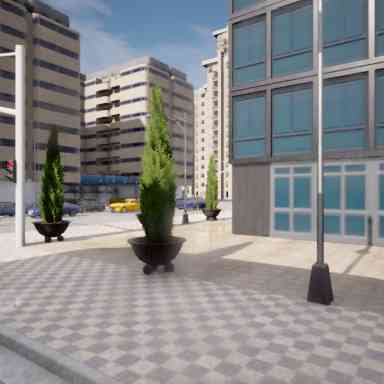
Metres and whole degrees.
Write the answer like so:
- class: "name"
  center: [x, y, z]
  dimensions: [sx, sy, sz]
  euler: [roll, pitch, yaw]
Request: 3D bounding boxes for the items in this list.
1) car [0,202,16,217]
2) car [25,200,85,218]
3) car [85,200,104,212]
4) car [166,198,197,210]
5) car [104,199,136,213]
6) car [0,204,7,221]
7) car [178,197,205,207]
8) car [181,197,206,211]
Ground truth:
- class: "car"
  center: [-17.144, 1.602, 29.756]
  dimensions: [2.033, 1.411, 5.357]
  euler: [0, 0, 35]
- class: "car"
  center: [-12.488, 1.580, 30.236]
  dimensions: [1.812, 1.442, 4.674]
  euler: [0, 0, 35]
- class: "car"
  center: [-11.806, 1.619, 37.283]
  dimensions: [1.994, 1.385, 4.181]
  euler: [0, 0, 35]
- class: "car"
  center: [-1.383, 1.580, 45.911]
  dimensions: [1.812, 1.442, 4.674]
  euler: [0, 0, 35]
- class: "car"
  center: [-7.163, 1.532, 37.783]
  dimensions: [1.882, 1.535, 5.008]
  euler: [0, 0, 35]
- class: "car"
  center: [-14.688, 1.657, 20.864]
  dimensions: [1.895, 1.301, 4.718]
  euler: [0, 0, 39]
- class: "car"
  center: [-0.023, 1.580, 53.833]
  dimensions: [1.812, 1.442, 4.674]
  euler: [0, 0, 36]
- class: "car"
  center: [0.822, 1.406, 42.661]
  dimensions: [2.097, 1.767, 4.553]
  euler: [0, 0, 35]
